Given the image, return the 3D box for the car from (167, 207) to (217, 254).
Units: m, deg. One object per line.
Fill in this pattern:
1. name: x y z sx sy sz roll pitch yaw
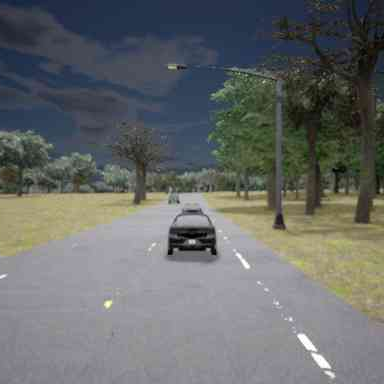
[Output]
1. car: 0.027 1.626 14.250 1.882 1.535 5.008 0 0 0

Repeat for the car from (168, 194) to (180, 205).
1. car: -3.506 1.366 65.014 2.150 2.045 5.566 0 1 0

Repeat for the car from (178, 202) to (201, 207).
1. car: 0.021 1.754 28.491 1.837 1.490 4.892 0 0 0
